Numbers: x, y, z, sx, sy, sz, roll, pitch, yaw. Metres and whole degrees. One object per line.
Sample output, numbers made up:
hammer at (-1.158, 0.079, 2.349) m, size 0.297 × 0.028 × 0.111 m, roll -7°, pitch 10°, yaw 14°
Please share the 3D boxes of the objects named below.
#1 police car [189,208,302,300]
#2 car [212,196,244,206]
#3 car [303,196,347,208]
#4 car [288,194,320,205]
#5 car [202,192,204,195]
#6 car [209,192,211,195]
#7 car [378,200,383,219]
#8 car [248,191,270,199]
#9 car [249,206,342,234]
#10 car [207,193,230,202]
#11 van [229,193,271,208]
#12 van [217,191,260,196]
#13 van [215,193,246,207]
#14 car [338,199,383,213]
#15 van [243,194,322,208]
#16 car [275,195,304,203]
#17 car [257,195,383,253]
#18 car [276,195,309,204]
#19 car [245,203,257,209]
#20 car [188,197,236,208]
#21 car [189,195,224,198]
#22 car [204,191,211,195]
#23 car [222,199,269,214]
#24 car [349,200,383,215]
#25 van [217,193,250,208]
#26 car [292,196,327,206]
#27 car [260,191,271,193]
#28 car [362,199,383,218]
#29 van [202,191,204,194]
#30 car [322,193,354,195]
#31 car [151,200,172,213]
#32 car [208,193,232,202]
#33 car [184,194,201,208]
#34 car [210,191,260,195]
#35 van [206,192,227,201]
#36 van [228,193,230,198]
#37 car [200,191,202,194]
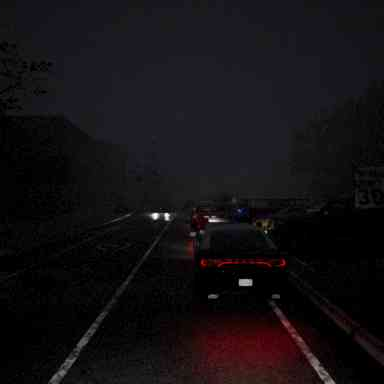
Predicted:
police car at (0.967, 1.433, 8.604) m, size 1.930 × 1.638 × 5.238 m, roll 0°, pitch 0°, yaw 0°
car at (5.622, 1.389, 52.459) m, size 4.892 × 1.521 × 2.231 m, roll 0°, pitch 0°, yaw 0°
car at (18.906, 1.421, 47.419) m, size 5.366 × 1.575 × 1.946 m, roll 0°, pitch 0°, yaw 0°
car at (18.731, 1.240, 55.747) m, size 4.553 × 1.767 × 2.185 m, roll 0°, pitch 0°, yaw 0°
car at (5.562, 1.211, 77.687) m, size 5.008 × 1.535 × 2.097 m, roll 0°, pitch 0°, yaw 0°
car at (5.653, 1.242, 55.261) m, size 4.553 × 1.767 × 2.185 m, roll 0°, pitch 0°, yaw 0°
car at (18.762, 1.507, 27.984) m, size 5.008 × 1.535 × 2.097 m, roll 0°, pitch 0°, yaw 0°
car at (18.584, 0.860, 91.957) m, size 5.566 × 2.045 × 2.435 m, roll 0°, pitch 0°, yaw 0°
car at (5.712, 1.541, 18.810) m, size 4.674 × 1.452 × 2.002 m, roll 0°, pitch 0°, yaw 0°
car at (5.557, 1.144, 69.277) m, size 4.553 × 1.767 × 2.185 m, roll 0°, pitch 0°, yaw 0°
van at (5.573, 1.281, 27.223) m, size 4.442 × 1.987 × 1.878 m, roll 0°, pitch 0°, yaw 0°
van at (5.772, 1.240, 41.246) m, size 4.442 × 1.987 × 1.878 m, roll 0°, pitch 0°, yaw 0°
van at (5.752, 1.182, 49.654) m, size 4.442 × 1.987 × 1.878 m, roll 0°, pitch 0°, yaw 0°
car at (18.776, 1.520, 36.317) m, size 4.792 × 1.488 × 2.163 m, roll 0°, pitch 0°, yaw 0°
van at (5.819, 1.277, 21.614) m, size 4.442 × 1.987 × 1.878 m, roll 0°, pitch 0°, yaw 0°
car at (18.686, 1.308, 64.074) m, size 4.892 × 1.521 × 2.231 m, roll 0°, pitch 0°, yaw 0°
car at (5.695, 1.245, 13.203) m, size 5.566 × 2.045 × 2.435 m, roll 0°, pitch 0°, yaw 0°
car at (18.502, 1.324, 61.297) m, size 5.366 × 1.575 × 1.946 m, roll 0°, pitch 0°, yaw 0°
car at (5.531, 1.496, 16.006) m, size 5.366 × 1.575 × 1.946 m, roll 0°, pitch 0°, yaw 0°
car at (0.956, 1.359, 18.477) m, size 2.097 × 1.767 × 4.553 m, roll 0°, pitch 0°, yaw 0°
car at (0.950, 1.353, 24.484) m, size 2.097 × 1.767 × 4.553 m, roll 0°, pitch 0°, yaw 0°
car at (5.580, 1.077, 60.866) m, size 5.566 × 2.045 × 2.435 m, roll 0°, pitch 0°, yaw 0°
car at (5.666, 1.532, 35.637) m, size 4.674 × 1.452 × 2.002 m, roll 0°, pitch 0°, yaw 0°
car at (18.724, 1.531, 33.533) m, size 4.792 × 1.488 × 2.163 m, roll 0°, pitch 0°, yaw 0°
van at (5.759, 1.201, 46.851) m, size 4.442 × 1.987 × 1.878 m, roll 0°, pitch 0°, yaw 0°
car at (18.678, 1.415, 52.971) m, size 4.792 × 1.488 × 2.163 m, roll 0°, pitch 0°, yaw 0°
car at (18.591, 0.879, 89.295) m, size 5.566 × 2.045 × 2.435 m, roll 0°, pitch 0°, yaw 0°
car at (18.945, 1.501, 30.762) m, size 5.366 × 1.575 × 1.946 m, roll 0°, pitch 0°, yaw 0°
van at (5.431, 0.926, 86.095) m, size 4.442 × 1.987 × 1.878 m, roll 0°, pitch 0°, yaw 0°
car at (18.712, 1.226, 39.090) m, size 5.566 × 2.045 × 2.435 m, roll 0°, pitch 0°, yaw 0°
car at (-3.287, 1.537, 36.508) m, size 1.994 × 1.385 × 4.181 m, roll 0°, pitch 0°, yaw 0°
car at (5.563, 1.164, 66.474) m, size 4.553 × 1.767 × 2.185 m, roll 0°, pitch 0°, yaw 0°
car at (-0.030, 1.414, 45.960) m, size 1.882 × 1.535 × 5.008 m, roll 0°, pitch 0°, yaw 0°
car at (5.621, 1.196, 44.046) m, size 5.566 × 2.045 × 2.435 m, roll 0°, pitch 0°, yaw 0°
van at (5.458, 1.005, 74.882) m, size 4.442 × 1.987 × 1.878 m, roll 0°, pitch 0°, yaw 0°
van at (5.799, 1.278, 30.026) m, size 4.442 × 1.987 × 1.878 m, roll 0°, pitch 0°, yaw 0°
car at (5.719, 1.109, 91.704) m, size 5.366 × 1.575 × 1.946 m, roll 0°, pitch 0°, yaw 0°
